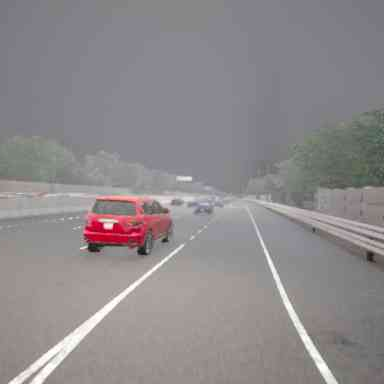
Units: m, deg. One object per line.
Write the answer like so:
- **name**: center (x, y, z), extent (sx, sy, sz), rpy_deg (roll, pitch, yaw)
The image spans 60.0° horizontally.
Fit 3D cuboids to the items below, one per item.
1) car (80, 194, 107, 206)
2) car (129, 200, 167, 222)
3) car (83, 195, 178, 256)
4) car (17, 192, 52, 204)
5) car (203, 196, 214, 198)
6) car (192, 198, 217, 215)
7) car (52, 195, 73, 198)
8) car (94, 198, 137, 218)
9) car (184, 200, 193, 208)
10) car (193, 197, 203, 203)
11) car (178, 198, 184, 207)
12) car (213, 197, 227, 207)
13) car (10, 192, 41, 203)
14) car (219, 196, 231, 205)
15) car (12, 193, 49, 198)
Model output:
- **car**: center (-14.563, 1.186, 49.577), extent (1.882, 1.535, 5.008), rpy_deg (2, 0, 9)
- **car**: center (-3.600, 1.529, 28.132), extent (1.837, 1.490, 4.892), rpy_deg (2, 0, 9)
- **car**: center (-2.300, 1.210, 13.368), extent (2.150, 2.045, 5.566), rpy_deg (2, 0, 9)
- **car**: center (-22.079, 0.866, 46.738), extent (1.882, 1.535, 5.008), rpy_deg (2, 0, 9)
- **car**: center (4.350, 2.223, 81.933), extent (1.812, 1.442, 4.674), rpy_deg (2, 0, 8)
- **car**: center (1.495, 1.814, 38.515), extent (1.812, 1.442, 4.674), rpy_deg (2, 0, 9)
- **car**: center (-18.446, 1.085, 47.304), extent (2.033, 1.411, 5.357), rpy_deg (2, 0, 9)
- **car**: center (-6.801, 1.399, 30.346), extent (2.128, 1.511, 4.902), rpy_deg (2, 0, 9)
- **car**: center (0.414, 1.948, 55.030), extent (1.895, 1.301, 4.718), rpy_deg (2, 0, 8)
- **car**: center (1.505, 2.172, 86.676), extent (1.994, 1.385, 4.181), rpy_deg (2, 0, 8)
- **car**: center (-2.547, 1.759, 58.909), extent (1.837, 1.490, 4.892), rpy_deg (2, 0, 8)
- **car**: center (4.984, 2.180, 62.063), extent (1.895, 1.301, 4.718), rpy_deg (2, 0, 8)
- **car**: center (-25.053, 0.816, 50.327), extent (1.812, 1.442, 4.674), rpy_deg (2, 0, 9)
- **car**: center (8.300, 2.359, 84.778), extent (1.882, 1.535, 5.008), rpy_deg (2, 0, 8)
- **car**: center (-17.001, 1.008, 33.520), extent (2.128, 1.511, 4.902), rpy_deg (2, -1, 9)
